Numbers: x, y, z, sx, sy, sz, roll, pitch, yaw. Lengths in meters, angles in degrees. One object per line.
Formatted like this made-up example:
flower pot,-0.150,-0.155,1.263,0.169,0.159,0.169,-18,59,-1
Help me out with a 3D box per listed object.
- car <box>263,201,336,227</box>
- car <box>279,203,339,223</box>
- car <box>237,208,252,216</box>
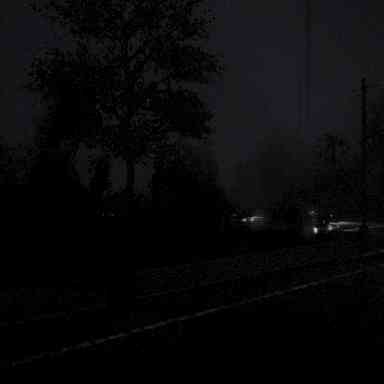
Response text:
car,7.309,1.426,23.648,2.097,1.767,4.553,0,-1,-38
car,9.323,1.651,26.772,1.994,1.385,4.181,0,-1,-39
car,3.929,1.769,33.222,1.994,1.385,4.181,0,-1,-41
